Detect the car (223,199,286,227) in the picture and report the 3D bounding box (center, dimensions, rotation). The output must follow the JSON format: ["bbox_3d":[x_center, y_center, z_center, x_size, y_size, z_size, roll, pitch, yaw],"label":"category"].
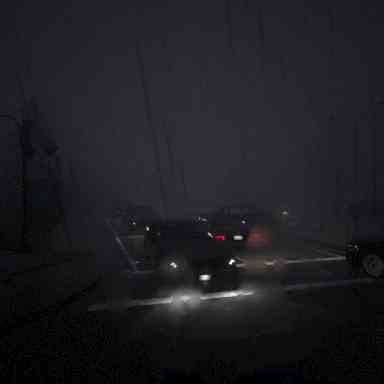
[{"bbox_3d":[2.851,1.467,19.898,5.357,1.411,2.033,-3,1,-15],"label":"car"}]

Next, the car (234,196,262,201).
[{"bbox_3d":[7.389,1.288,46.145,2.007,1.523,4.514,0,0,-17],"label":"car"}]

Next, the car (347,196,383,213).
[{"bbox_3d":[15.610,1.356,29.180,1.970,1.475,3.806,0,0,-17],"label":"car"}]

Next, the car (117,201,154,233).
[{"bbox_3d":[-3.095,1.529,19.941,2.033,1.411,5.357,0,0,-17],"label":"car"}]

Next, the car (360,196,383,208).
[{"bbox_3d":[23.932,1.274,43.159,1.845,1.501,3.633,0,0,-17],"label":"car"}]

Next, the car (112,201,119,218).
[{"bbox_3d":[-6.246,1.515,30.096,2.033,1.411,5.357,0,0,-17],"label":"car"}]

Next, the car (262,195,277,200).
[{"bbox_3d":[10.378,1.278,47.098,2.152,1.636,5.027,0,0,-17],"label":"car"}]

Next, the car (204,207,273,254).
[{"bbox_3d":[1.352,1.538,13.391,2.033,1.411,5.357,0,0,-4],"label":"car"}]

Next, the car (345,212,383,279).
[{"bbox_3d":[6.527,1.475,8.231,5.008,1.535,1.882,0,0,39],"label":"car"}]

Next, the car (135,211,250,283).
[{"bbox_3d":[-0.371,1.543,10.104,2.033,1.411,5.357,0,0,-15],"label":"car"}]
